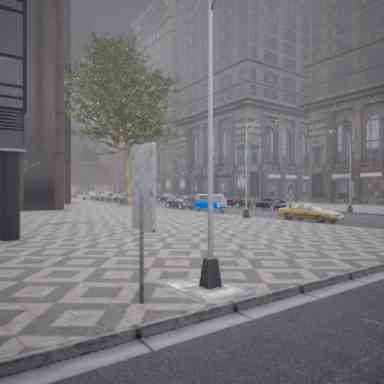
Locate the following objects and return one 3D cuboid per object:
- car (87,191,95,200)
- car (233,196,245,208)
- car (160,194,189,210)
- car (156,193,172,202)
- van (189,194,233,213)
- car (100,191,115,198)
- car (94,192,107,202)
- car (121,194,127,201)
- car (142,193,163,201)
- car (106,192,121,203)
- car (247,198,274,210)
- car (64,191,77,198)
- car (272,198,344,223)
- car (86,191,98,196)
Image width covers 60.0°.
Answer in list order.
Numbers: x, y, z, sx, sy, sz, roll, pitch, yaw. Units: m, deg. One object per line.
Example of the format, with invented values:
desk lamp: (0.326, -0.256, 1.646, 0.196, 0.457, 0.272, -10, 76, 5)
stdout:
car: (-17.522, 0.835, 60.758, 2.008, 1.369, 4.403, 1, 0, -35)
car: (5.566, 1.231, 42.640, 1.887, 1.381, 4.507, 1, 0, -35)
car: (-1.415, 1.235, 37.745, 2.008, 1.369, 4.403, 1, 0, -35)
car: (-4.097, 0.888, 56.448, 1.967, 1.590, 4.097, 1, 0, -35)
van: (1.809, 1.096, 33.142, 1.690, 1.788, 3.998, 1, 0, -35)
car: (-20.204, 0.594, 79.455, 1.887, 1.381, 4.507, 1, 0, -35)
car: (-14.301, 0.915, 56.156, 2.008, 1.369, 4.403, 1, 0, -35)
car: (-7.761, 1.056, 46.813, 1.752, 1.417, 4.829, 1, 0, -35)
car: (-7.320, 0.917, 61.050, 2.008, 1.369, 4.403, 1, 0, -35)
car: (-11.079, 0.997, 51.554, 2.008, 1.369, 4.403, 1, 0, -35)
car: (8.786, 1.322, 38.039, 1.947, 1.339, 4.313, 1, 0, -35)
car: (-27.183, 0.488, 74.563, 1.967, 1.590, 4.097, 1, 0, -35)
car: (8.348, 1.403, 23.794, 1.752, 1.417, 4.829, 1, 0, -35)
car: (-26.647, 0.478, 88.658, 1.802, 1.307, 4.206, 1, 0, -35)
